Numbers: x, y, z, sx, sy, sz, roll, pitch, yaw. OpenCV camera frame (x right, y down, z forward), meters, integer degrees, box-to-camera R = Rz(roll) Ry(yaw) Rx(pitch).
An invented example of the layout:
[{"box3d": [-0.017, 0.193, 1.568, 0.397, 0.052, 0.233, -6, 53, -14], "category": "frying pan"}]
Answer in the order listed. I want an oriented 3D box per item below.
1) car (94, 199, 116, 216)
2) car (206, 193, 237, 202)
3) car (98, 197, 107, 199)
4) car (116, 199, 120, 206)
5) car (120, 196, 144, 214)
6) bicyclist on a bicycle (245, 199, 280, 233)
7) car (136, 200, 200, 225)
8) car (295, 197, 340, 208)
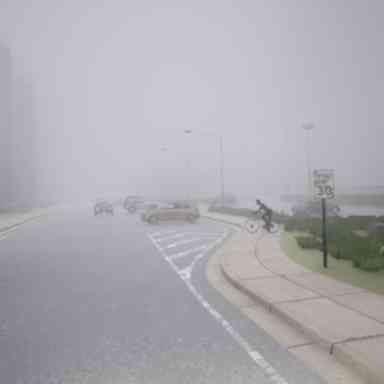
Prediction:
[{"box3d": [-9.329, 1.750, 35.143, 1.895, 1.301, 4.718, -2, 0, -15], "category": "car"}, {"box3d": [4.494, 1.050, 49.985, 4.605, 1.855, 1.932, -2, 0, -15], "category": "car"}, {"box3d": [-13.769, 1.575, 51.178, 2.097, 1.767, 4.553, -2, 0, -15], "category": "car"}, {"box3d": [-11.945, 1.630, 60.063, 4.611, 1.667, 2.242, -2, 0, -15], "category": "car"}, {"box3d": [-5.642, 1.360, 36.693, 3.866, 1.878, 1.905, -2, 0, -15], "category": "car"}, {"box3d": [3.343, 1.166, 15.917, 1.656, 1.620, 0.582, -2, 0, 19], "category": "bicyclist on a bicycle"}, {"box3d": [-1.575, 1.481, 23.825, 4.193, 1.474, 1.816, -2, 0, -15], "category": "car"}, {"box3d": [10.531, 1.161, 28.329, 3.905, 1.438, 1.784, -2, 0, -15], "category": "car"}]
